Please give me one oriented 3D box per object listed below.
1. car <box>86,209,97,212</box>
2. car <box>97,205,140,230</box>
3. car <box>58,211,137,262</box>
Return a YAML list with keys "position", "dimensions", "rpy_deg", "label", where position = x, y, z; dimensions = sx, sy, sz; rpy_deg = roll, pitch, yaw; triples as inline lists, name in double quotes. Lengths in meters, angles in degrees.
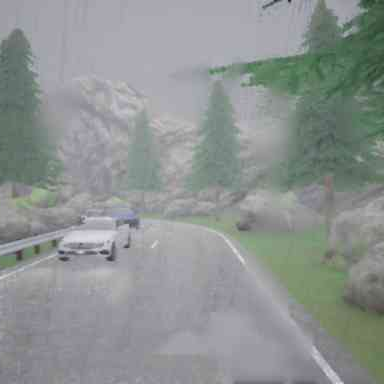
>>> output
- position: [-8.538, 1.991, 33.143]
  dimensions: [4.718, 1.301, 1.895]
  rpy_deg: [-1, -1, 39]
  label: "car"
- position: [-5.050, 1.752, 23.215]
  dimensions: [1.882, 1.535, 5.008]
  rpy_deg: [0, 0, -25]
  label: "car"
- position: [-3.568, 1.679, 12.985]
  dimensions: [1.812, 1.442, 4.674]
  rpy_deg: [0, -1, 0]
  label: "car"
